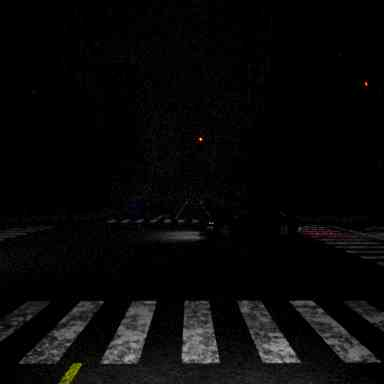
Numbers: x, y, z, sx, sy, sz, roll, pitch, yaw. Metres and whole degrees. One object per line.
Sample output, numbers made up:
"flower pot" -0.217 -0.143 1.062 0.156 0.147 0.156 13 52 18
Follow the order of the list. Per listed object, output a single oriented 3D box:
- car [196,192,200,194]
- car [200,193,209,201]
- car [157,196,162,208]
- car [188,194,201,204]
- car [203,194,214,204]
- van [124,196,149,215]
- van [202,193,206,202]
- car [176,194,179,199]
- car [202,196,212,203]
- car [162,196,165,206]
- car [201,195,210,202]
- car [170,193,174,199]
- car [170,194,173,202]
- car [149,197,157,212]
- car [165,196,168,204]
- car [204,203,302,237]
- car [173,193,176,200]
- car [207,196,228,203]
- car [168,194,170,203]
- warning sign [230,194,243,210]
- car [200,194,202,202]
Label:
"car" 0.374 1.375 73.790 1.994 1.385 4.181 0 0 0
"car" 3.095 1.300 84.403 2.192 1.841 5.009 0 0 0
"car" -5.633 1.564 44.759 1.947 1.339 4.313 0 0 0
"car" 0.324 1.558 63.753 1.994 1.385 4.181 0 0 0
"car" 2.892 1.438 44.719 1.967 1.590 4.097 0 0 0
"van" -5.692 1.339 33.422 1.690 1.788 3.998 0 0 0
"van" 2.950 1.337 56.057 1.690 1.788 3.998 0 0 0
"car" -5.401 1.297 90.104 2.192 1.841 5.009 0 0 0
"car" 3.009 1.544 67.396 2.008 1.369 4.403 0 0 0
"car" -5.604 1.579 50.427 1.802 1.307 4.206 0 0 0
"car" 3.067 1.428 78.734 1.967 1.590 4.097 0 0 0
"car" -5.488 1.535 73.099 1.887 1.381 4.507 0 0 0
"car" -5.517 1.559 67.431 1.947 1.339 4.313 0 0 0
"car" -5.663 1.438 39.090 1.967 1.590 4.097 0 0 0
"car" -5.575 1.562 56.095 1.947 1.339 4.313 0 0 0
"car" 3.192 1.509 17.402 4.892 1.490 1.837 1 0 0
"car" -5.460 1.513 78.598 1.752 1.417 4.829 0 0 0
"car" 2.834 1.438 33.381 1.967 1.590 4.097 0 0 0
"car" -5.547 1.520 61.593 1.752 1.417 4.829 0 0 0
"warning sign" 5.266 1.114 39.362 1.300 1.860 1.060 0 0 0
"car" 2.980 1.520 61.896 1.752 1.417 4.829 0 0 0
